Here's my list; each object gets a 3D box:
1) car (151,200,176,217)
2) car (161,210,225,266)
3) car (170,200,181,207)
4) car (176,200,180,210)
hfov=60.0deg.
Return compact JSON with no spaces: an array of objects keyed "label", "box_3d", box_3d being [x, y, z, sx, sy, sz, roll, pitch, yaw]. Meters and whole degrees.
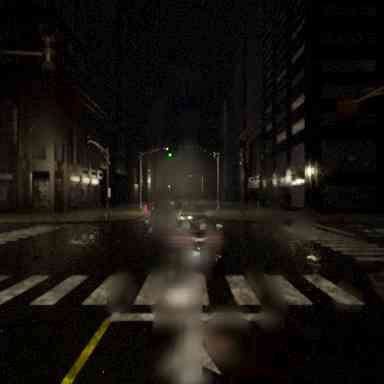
[{"label":"car","box_3d":[-3.040,1.666,34.586,2.097,1.767,4.553,0,-1,-1]},{"label":"car","box_3d":[0.110,1.621,12.070,2.128,1.511,4.902,0,0,0]},{"label":"car","box_3d":[-3.075,2.154,62.725,1.994,1.385,4.181,0,-1,0]},{"label":"car","box_3d":[-3.064,1.889,43.360,2.128,1.511,4.902,0,-1,0]}]
